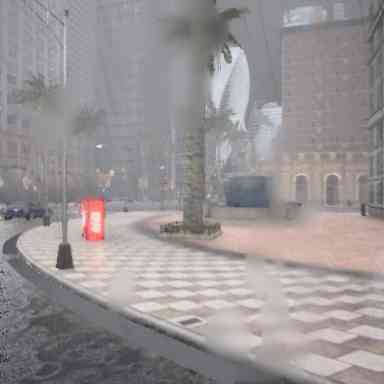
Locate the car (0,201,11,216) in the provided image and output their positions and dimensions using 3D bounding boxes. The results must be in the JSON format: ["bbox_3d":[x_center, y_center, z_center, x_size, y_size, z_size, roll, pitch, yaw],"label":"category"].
[{"bbox_3d":[-20.753,1.691,33.457,1.812,1.442,4.674,0,-1,11],"label":"car"}]

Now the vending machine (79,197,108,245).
[{"bbox_3d":[-4.577,1.295,15.429,1.100,2.100,0.880,0,0,-29],"label":"vending machine"}]

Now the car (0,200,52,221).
[{"bbox_3d":[-14.100,1.514,29.039,2.097,1.767,4.553,0,0,4],"label":"car"}]
